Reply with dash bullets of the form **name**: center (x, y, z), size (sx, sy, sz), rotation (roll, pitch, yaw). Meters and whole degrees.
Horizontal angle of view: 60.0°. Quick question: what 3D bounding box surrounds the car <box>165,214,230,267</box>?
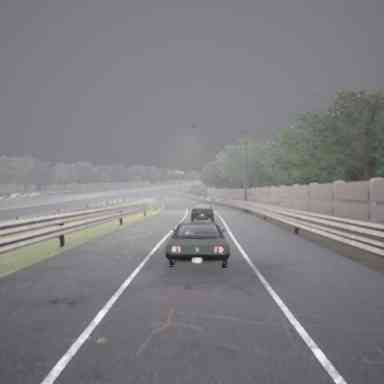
- **car**: center (0.240, 1.679, 11.701), size (1.895, 1.301, 4.718), rotation (0, 0, 2)

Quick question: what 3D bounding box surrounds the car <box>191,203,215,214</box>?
- **car**: center (0.913, 1.666, 28.489), size (1.882, 1.535, 5.008), rotation (0, 0, 3)
